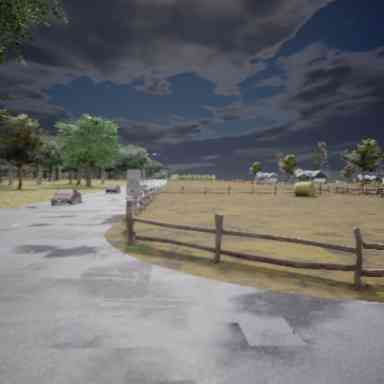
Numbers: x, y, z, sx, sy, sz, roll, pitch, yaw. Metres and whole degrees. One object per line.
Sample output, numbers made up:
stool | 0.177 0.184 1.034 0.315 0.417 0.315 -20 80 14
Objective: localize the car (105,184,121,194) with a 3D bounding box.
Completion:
car | -12.845 -0.535 54.515 1.882 1.535 5.008 1 2 -3

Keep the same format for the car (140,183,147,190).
car | -9.807 -0.925 64.958 2.128 1.511 4.902 0 2 -3

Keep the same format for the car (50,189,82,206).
car | -11.640 0.437 31.173 1.812 1.442 4.674 0 2 -3
